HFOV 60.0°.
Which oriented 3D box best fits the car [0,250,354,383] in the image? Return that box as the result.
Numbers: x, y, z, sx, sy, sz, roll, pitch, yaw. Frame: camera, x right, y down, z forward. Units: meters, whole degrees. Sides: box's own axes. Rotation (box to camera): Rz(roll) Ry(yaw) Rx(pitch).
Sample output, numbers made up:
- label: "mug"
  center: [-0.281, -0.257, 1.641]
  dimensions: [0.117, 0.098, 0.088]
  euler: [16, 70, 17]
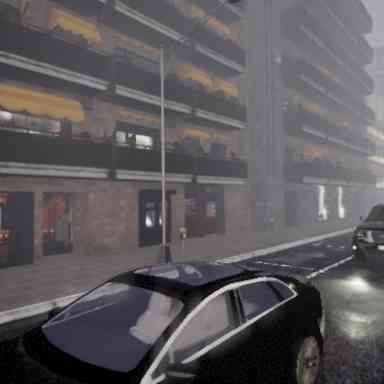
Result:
- label: "car"
  center: [-0.252, 1.586, 3.401]
  dimensions: [2.128, 1.511, 4.902]
  euler: [-2, -2, 42]

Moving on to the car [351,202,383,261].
- label: "car"
  center: [7.874, 1.421, 12.583]
  dimensions: [2.150, 2.045, 5.566]
  euler: [-2, -1, 42]
